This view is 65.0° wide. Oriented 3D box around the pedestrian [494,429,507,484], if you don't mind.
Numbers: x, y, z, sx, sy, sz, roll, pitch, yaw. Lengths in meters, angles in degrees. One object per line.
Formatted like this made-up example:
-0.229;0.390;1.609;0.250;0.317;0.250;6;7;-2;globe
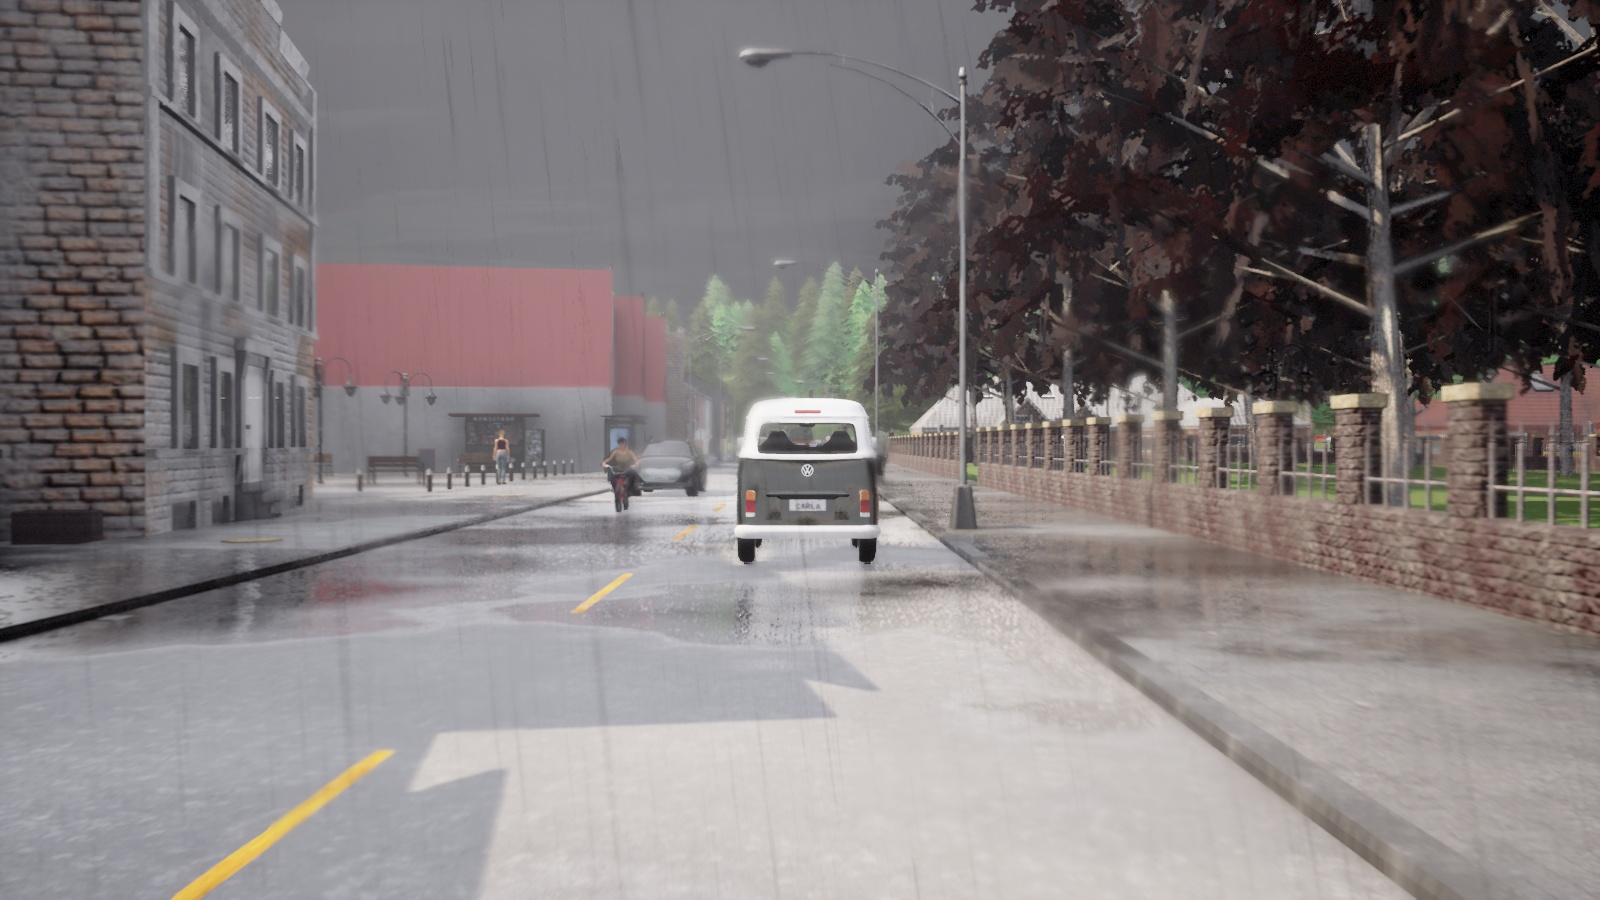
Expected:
-9.946;0.213;41.735;0.345;1.836;0.594;0;0;-7;pedestrian

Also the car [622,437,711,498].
-3.802;0.468;36.456;2.033;1.649;4.856;0;0;0;car

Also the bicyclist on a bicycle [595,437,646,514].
-3.846;0.528;26.968;0.866;1.612;1.509;0;0;1;bicyclist on a bicycle

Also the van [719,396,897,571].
0.099;0.375;16.876;2.069;2.038;4.480;0;0;0;van
